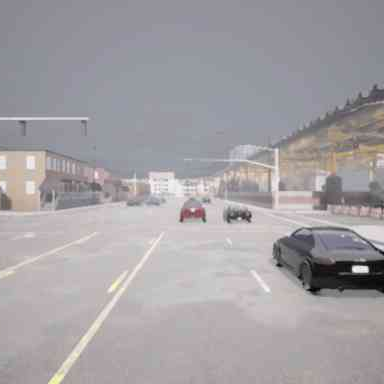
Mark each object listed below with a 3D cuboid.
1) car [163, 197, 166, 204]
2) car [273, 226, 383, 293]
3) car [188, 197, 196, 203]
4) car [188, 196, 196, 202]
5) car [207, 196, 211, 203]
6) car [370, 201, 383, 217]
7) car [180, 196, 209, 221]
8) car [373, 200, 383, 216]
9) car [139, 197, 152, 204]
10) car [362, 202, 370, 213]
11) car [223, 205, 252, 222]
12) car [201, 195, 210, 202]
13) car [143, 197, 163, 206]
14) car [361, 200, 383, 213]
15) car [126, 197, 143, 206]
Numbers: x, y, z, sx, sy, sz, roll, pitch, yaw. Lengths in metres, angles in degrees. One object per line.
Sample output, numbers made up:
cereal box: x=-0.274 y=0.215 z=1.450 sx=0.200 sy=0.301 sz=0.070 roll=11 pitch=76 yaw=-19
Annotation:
car: x=-7.010 y=1.858 z=75.739 sx=1.812 sy=1.442 sz=4.674 roll=0 pitch=0 yaw=0
car: x=3.567 y=1.604 z=9.026 sx=1.994 sy=1.385 sz=4.181 roll=0 pitch=0 yaw=0
car: x=-0.010 y=1.840 z=77.507 sx=1.837 sy=1.490 sz=4.892 roll=0 pitch=0 yaw=0
car: x=-0.011 y=1.911 z=87.807 sx=2.033 sy=1.411 sz=5.357 roll=0 pitch=0 yaw=0
car: x=3.490 y=1.864 z=77.179 sx=2.033 sy=1.411 sz=5.357 roll=0 pitch=0 yaw=0
car: x=19.440 y=1.585 z=30.271 sx=2.038 sy=1.542 sz=4.974 roll=0 pitch=0 yaw=-36
car: x=0.079 y=1.478 z=28.457 sx=2.097 sy=1.767 sz=4.553 roll=0 pitch=0 yaw=0
car: x=19.472 y=1.427 z=30.230 sx=1.853 sy=1.218 sz=4.536 roll=0 pitch=0 yaw=-36
car: x=-10.510 y=1.858 z=75.685 sx=2.128 sy=1.511 sz=4.902 roll=0 pitch=0 yaw=0
car: x=19.429 y=1.605 z=34.879 sx=2.038 sy=1.542 sz=4.974 roll=0 pitch=0 yaw=44
car: x=3.578 y=1.720 z=27.076 sx=1.895 sy=1.301 sz=4.718 roll=0 pitch=0 yaw=0
car: x=3.489 y=1.726 z=87.779 sx=2.097 sy=1.767 sz=4.553 roll=0 pitch=0 yaw=0
car: x=-7.045 y=1.617 z=60.120 sx=2.097 sy=1.767 sz=4.553 roll=0 pitch=0 yaw=0
car: x=19.464 y=1.448 z=34.917 sx=1.853 sy=1.218 sz=4.536 roll=0 pitch=0 yaw=44
car: x=-10.542 y=1.617 z=60.059 sx=2.097 sy=1.767 sz=4.553 roll=0 pitch=0 yaw=0
